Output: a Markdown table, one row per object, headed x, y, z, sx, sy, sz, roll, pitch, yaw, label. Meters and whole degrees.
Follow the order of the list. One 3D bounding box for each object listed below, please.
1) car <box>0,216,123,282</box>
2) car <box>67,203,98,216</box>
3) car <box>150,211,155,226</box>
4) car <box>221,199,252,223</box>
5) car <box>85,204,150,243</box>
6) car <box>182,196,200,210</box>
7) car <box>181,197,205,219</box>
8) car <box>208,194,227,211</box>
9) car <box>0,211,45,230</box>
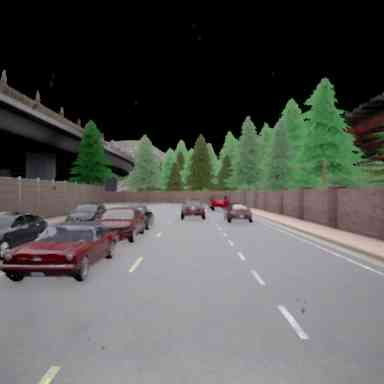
| x | y | z | sx | sy | sz | roll | pitch | yaw | label |
| --- | --- | --- | --- | --- | --- | --- | --- | --- | --- |
| -3.597 | 1.623 | 9.970 | 1.895 | 1.301 | 4.718 | 0 | 0 | 0 | car |
| -7.052 | 1.554 | 22.922 | 1.837 | 1.490 | 4.892 | 0 | 0 | 0 | car |
| -3.562 | 1.609 | 21.368 | 1.994 | 1.385 | 4.181 | 0 | 0 | 0 | car |
| 3.570 | 1.580 | 26.172 | 1.812 | 1.442 | 4.674 | 0 | 0 | 0 | car |
| -3.501 | 1.513 | 16.584 | 1.882 | 1.535 | 5.008 | 0 | 0 | 0 | car |
| -0.245 | 1.443 | 44.259 | 2.097 | 1.767 | 4.553 | 0 | 0 | -4 | car |
| 0.098 | 1.414 | 29.888 | 2.097 | 1.767 | 4.553 | 0 | 0 | 0 | car |
| 3.418 | 1.313 | 43.371 | 2.150 | 2.045 | 5.566 | 0 | 0 | -3 | car |
| -7.094 | 1.533 | 12.511 | 1.837 | 1.490 | 4.892 | 0 | 0 | 0 | car |
